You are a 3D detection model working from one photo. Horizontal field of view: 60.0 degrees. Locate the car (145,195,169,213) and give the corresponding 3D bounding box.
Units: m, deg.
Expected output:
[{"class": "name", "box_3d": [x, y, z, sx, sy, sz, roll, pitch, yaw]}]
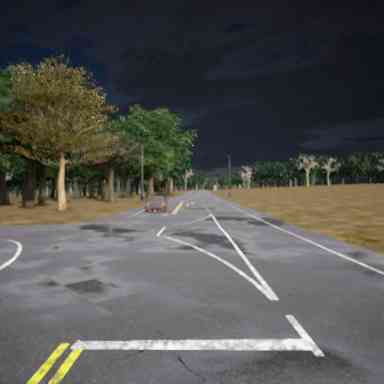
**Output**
[{"class": "car", "box_3d": [-3.464, 1.135, 33.401, 2.097, 1.767, 4.553, 0, 1, 0]}]
